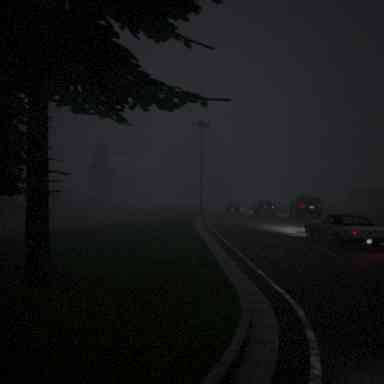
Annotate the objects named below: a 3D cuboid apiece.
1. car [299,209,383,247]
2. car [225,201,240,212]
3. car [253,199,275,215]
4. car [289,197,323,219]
[{"bbox_3d":[7.041,1.719,15.714,1.895,1.301,4.718,0,0,-4],"label":"car"},{"bbox_3d":[5.364,1.883,43.384,1.895,1.301,4.718,0,0,9],"label":"car"},{"bbox_3d":[7.939,1.604,36.896,2.097,1.767,4.553,0,0,8],"label":"car"},{"bbox_3d":[10.658,1.445,31.301,2.150,2.045,5.566,0,0,7],"label":"car"}]
